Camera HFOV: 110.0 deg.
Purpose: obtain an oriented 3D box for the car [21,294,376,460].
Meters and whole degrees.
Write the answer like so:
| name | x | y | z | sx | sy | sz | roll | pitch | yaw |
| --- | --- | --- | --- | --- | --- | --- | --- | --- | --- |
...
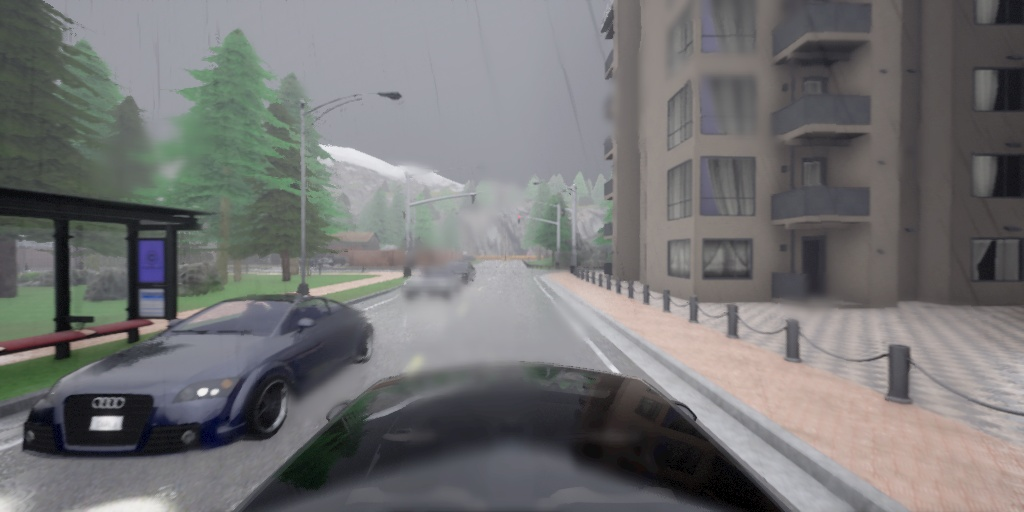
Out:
| name | x | y | z | sx | sy | sz | roll | pitch | yaw |
| --- | --- | --- | --- | --- | --- | --- | --- | --- | --- |
| car | -3.591 | 1.281 | 5.170 | 1.994 | 1.385 | 4.181 | 0 | 1 | 0 |

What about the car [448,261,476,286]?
| name | x | y | z | sx | sy | sz | roll | pitch | yaw |
| --- | --- | --- | --- | --- | --- | --- | --- | --- | --- |
| car | -3.478 | 1.069 | 23.491 | 1.837 | 1.490 | 4.892 | 0 | 0 | 0 |

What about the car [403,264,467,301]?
| name | x | y | z | sx | sy | sz | roll | pitch | yaw |
| --- | --- | --- | --- | --- | --- | --- | --- | --- | --- |
| car | -3.491 | 1.223 | 16.565 | 1.895 | 1.301 | 4.718 | 0 | 0 | 0 |
